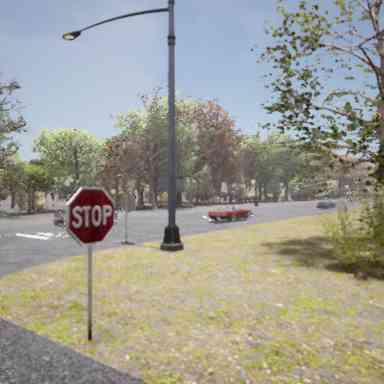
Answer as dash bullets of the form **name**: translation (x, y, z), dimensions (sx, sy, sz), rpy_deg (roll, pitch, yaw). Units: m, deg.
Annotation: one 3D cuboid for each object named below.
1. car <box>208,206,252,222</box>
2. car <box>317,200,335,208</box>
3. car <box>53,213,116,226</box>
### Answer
- **car**: translation (3.452, 1.846, 28.924), dimensions (1.895, 1.301, 4.718), rpy_deg (-1, -1, 36)
- **car**: translation (21.953, 1.959, 54.378), dimensions (2.033, 1.411, 5.357), rpy_deg (0, -1, 35)
- **car**: translation (-7.971, 1.788, 25.111), dimensions (2.128, 1.511, 4.902), rpy_deg (-1, 0, 36)
